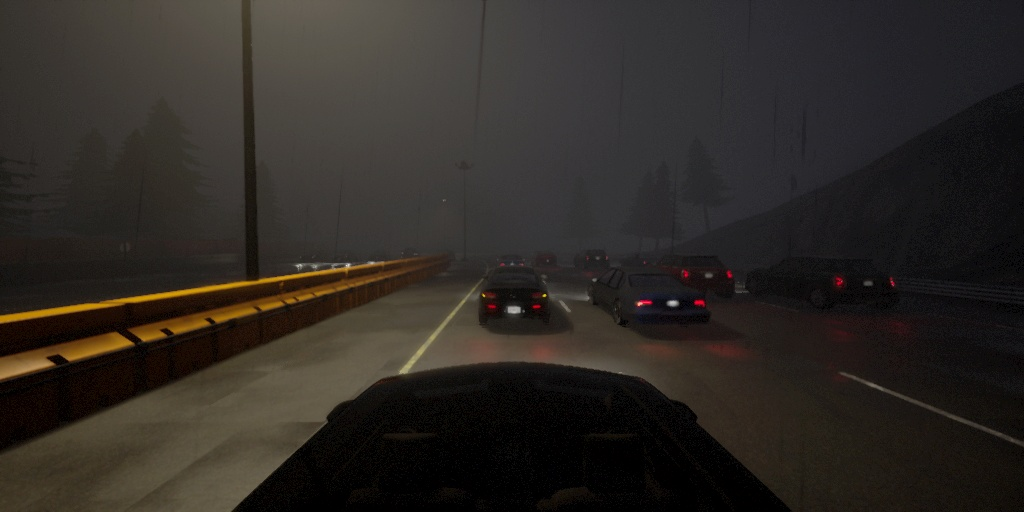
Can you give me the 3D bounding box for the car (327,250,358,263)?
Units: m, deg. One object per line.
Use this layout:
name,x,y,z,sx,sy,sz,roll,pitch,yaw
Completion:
car,-19.171,-0.015,41.312,1.812,1.442,4.674,0,2,-8

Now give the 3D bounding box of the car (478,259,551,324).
car,0.070,0.988,10.515,1.812,1.442,4.674,0,2,0

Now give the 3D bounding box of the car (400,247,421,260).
car,-12.588,-0.294,44.558,2.097,1.767,4.553,0,2,-9

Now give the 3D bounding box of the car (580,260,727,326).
car,3.569,1.014,10.418,2.033,1.411,5.357,0,2,0

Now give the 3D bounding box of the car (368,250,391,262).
car,-15.966,-0.047,43.503,1.994,1.385,4.181,0,2,-9

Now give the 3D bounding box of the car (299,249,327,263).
car,-22.704,-0.063,41.343,1.882,1.535,5.008,0,2,-8

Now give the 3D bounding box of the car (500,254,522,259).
car,-0.085,0.526,25.412,2.033,1.411,5.357,0,2,-2

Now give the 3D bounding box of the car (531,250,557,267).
car,2.948,0.175,34.041,1.882,1.535,5.008,0,2,-4

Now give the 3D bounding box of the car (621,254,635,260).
car,10.293,0.474,28.652,1.895,1.301,4.718,0,2,-2

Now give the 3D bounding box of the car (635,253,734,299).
car,7.088,0.668,15.017,2.097,1.767,4.553,0,2,0

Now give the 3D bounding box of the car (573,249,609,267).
car,6.678,0.161,30.570,2.097,1.767,4.553,0,2,-3

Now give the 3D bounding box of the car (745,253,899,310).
car,10.580,0.746,12.762,2.097,1.767,4.553,0,2,0
